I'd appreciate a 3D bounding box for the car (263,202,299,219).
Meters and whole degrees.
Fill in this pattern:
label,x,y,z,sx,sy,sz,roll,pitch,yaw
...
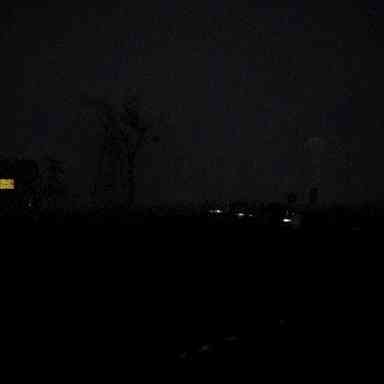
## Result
label,x,y,z,sx,sy,sz,roll,pitch,yaw
car,8.735,1.811,33.114,1.837,1.490,4.892,1,-1,-15

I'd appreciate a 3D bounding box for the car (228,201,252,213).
label,x,y,z,sx,sy,sz,roll,pitch,yaw
car,6.120,1.971,43.206,1.837,1.490,4.892,1,-1,-14

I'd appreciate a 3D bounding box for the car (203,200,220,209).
label,x,y,z,sx,sy,sz,roll,pitch,yaw
car,3.119,2.148,54.919,2.128,1.511,4.902,1,-1,-14
